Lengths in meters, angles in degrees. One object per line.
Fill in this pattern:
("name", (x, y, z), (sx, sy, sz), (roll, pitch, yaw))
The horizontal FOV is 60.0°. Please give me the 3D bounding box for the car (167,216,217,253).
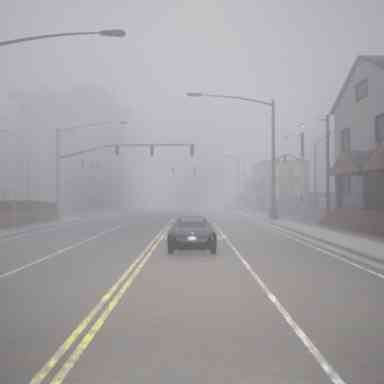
("car", (0.007, 1.701, 14.295), (1.994, 1.385, 4.181), (0, 0, 0))
